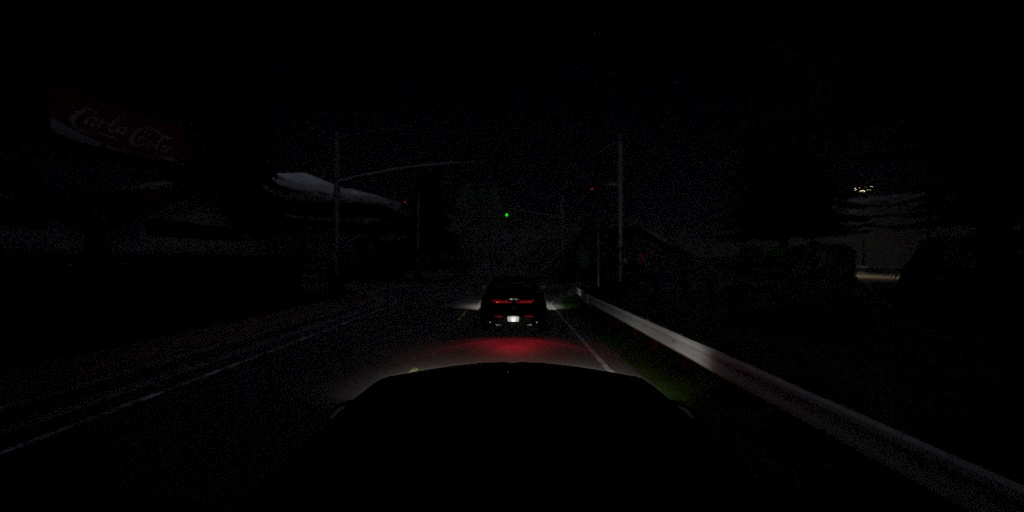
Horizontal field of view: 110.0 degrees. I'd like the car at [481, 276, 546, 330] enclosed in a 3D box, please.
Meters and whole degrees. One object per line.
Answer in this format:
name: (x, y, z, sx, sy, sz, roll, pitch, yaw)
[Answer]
car: (0.055, 1.376, 11.640, 1.837, 1.490, 4.892, 0, 0, 0)
